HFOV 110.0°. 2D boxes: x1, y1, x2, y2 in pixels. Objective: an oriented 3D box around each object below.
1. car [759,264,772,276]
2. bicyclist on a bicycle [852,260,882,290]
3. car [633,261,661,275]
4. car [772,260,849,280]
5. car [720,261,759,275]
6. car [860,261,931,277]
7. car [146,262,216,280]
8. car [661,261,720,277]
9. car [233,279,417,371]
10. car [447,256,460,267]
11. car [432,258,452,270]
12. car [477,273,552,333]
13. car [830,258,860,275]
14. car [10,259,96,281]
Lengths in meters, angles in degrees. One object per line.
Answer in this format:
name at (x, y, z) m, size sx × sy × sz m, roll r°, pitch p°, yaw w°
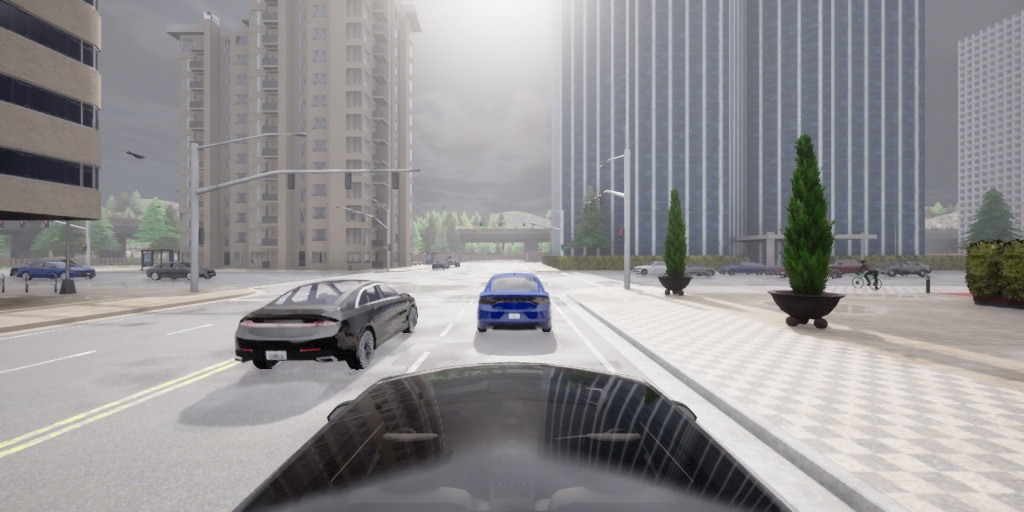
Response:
car at (26.906, 1.277, 34.421) m, size 4.674 × 1.442 × 1.812 m, roll 0°, pitch 0°, yaw 0°
bicyclist on a bicycle at (19.628, 1.051, 19.866) m, size 0.582 × 1.620 × 1.656 m, roll 0°, pitch 0°, yaw -1°
car at (15.183, 1.277, 37.802) m, size 4.674 × 1.442 × 1.812 m, roll 0°, pitch 0°, yaw -1°
car at (25.469, 1.276, 30.712) m, size 4.674 × 1.442 × 1.812 m, roll 0°, pitch 0°, yaw -1°
car at (24.266, 1.277, 37.897) m, size 4.674 × 1.442 × 1.812 m, roll 0°, pitch 0°, yaw 0°
car at (37.227, 1.242, 34.521) m, size 4.902 × 1.511 × 2.128 m, roll 0°, pitch 0°, yaw 0°
car at (-27.715, 1.256, 30.138) m, size 4.892 × 1.490 × 1.837 m, roll 0°, pitch 0°, yaw -1°
car at (16.987, 1.315, 34.321) m, size 4.181 × 1.385 × 1.994 m, roll 0°, pitch 0°, yaw -1°
car at (-3.445, 1.242, 7.687) m, size 2.128 × 1.511 × 4.902 m, roll 0°, pitch 0°, yaw 0°
car at (-10.601, 0.973, 64.222) m, size 2.150 × 2.045 × 5.566 m, roll 0°, pitch 0°, yaw 0°
car at (-10.633, 1.352, 53.548) m, size 1.895 × 1.301 × 4.718 m, roll 0°, pitch 0°, yaw 0°
car at (0.074, 1.228, 10.736) m, size 1.882 × 1.535 × 5.008 m, roll 0°, pitch 0°, yaw 0°
car at (34.351, 1.103, 37.997) m, size 4.553 × 1.767 × 2.097 m, roll 0°, pitch 0°, yaw 0°
car at (-38.018, 1.228, 30.043) m, size 5.008 × 1.535 × 1.882 m, roll 0°, pitch 0°, yaw -1°
